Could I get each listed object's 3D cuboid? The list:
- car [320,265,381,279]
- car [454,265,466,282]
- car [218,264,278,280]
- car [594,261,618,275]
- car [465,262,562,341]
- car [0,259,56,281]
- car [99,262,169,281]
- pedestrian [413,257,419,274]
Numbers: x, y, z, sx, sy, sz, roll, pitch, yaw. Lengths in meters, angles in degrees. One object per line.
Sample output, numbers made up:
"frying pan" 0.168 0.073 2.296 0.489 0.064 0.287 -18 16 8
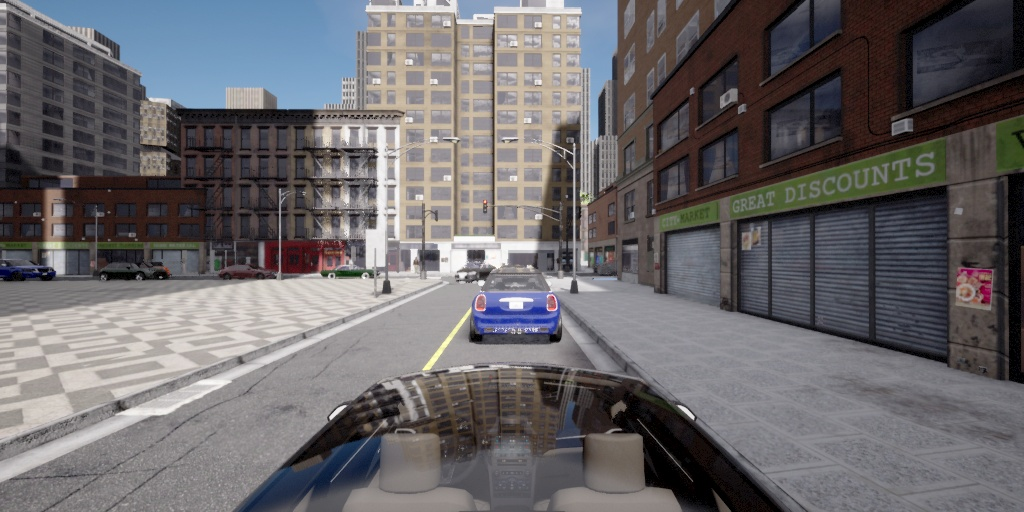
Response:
"car" -14.269 1.442 31.948 4.718 1.301 1.895 0 0 -1
"car" -2.809 1.232 27.954 2.128 1.511 4.902 -1 0 19
"car" -23.339 1.433 31.829 4.674 1.442 1.812 0 0 -1
"car" 10.250 1.202 35.517 4.181 1.385 1.994 -1 0 0
"car" 0.085 1.101 9.979 2.097 1.767 4.553 0 0 0
"car" -43.908 1.256 31.551 5.566 2.045 2.150 0 0 0
"car" -33.287 1.323 31.671 4.553 1.767 2.097 0 0 -1
"pedestrian" -10.244 0.969 38.247 0.375 1.860 0.375 0 0 -1
